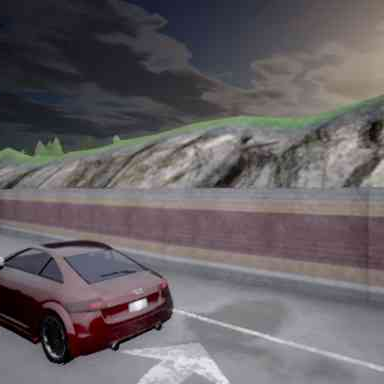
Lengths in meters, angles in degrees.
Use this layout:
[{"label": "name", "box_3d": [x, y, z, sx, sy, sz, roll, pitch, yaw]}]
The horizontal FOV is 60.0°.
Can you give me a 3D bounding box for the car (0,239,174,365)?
[{"label": "car", "box_3d": [-2.343, 1.563, 5.930, 4.181, 1.385, 1.994, 0, 0, 38]}]
